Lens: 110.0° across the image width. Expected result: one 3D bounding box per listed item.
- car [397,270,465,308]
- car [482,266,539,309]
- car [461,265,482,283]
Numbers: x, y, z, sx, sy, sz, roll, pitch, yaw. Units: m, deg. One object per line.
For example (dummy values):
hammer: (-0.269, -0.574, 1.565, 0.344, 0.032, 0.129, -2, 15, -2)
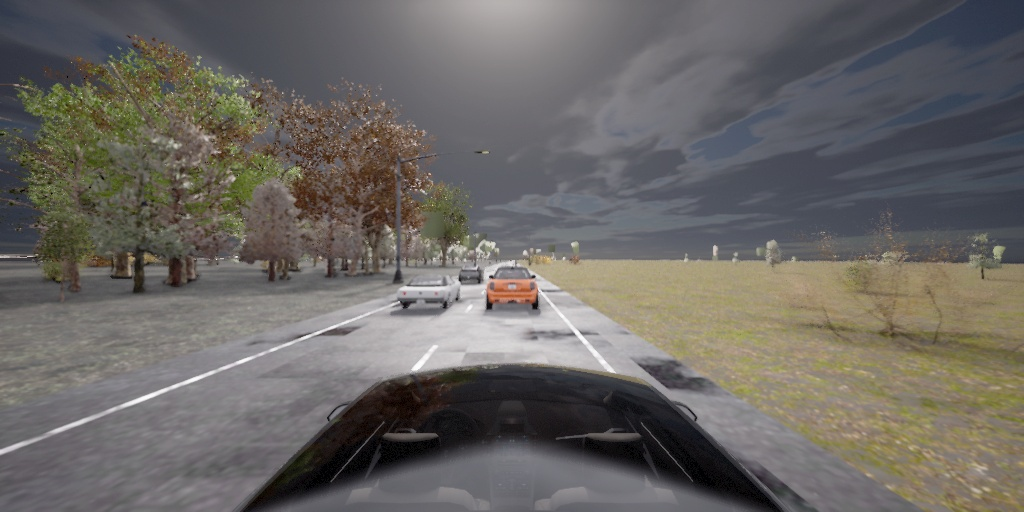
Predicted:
car: (-3.485, 1.491, 15.962, 1.895, 1.301, 4.718, 0, -1, 0)
car: (0.016, 1.240, 15.925, 2.097, 1.767, 4.553, 0, -1, 0)
car: (-3.467, 1.533, 31.141, 2.128, 1.511, 4.902, 0, 0, 0)
